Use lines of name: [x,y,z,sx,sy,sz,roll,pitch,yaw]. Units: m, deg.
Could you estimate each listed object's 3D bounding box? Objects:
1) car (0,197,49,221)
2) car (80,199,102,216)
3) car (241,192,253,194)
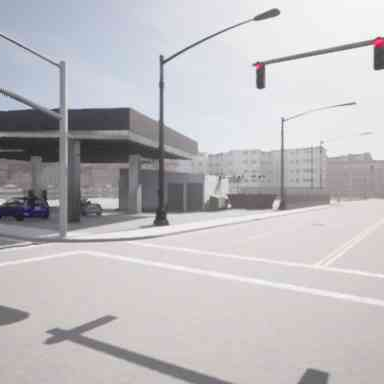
car: [-12.690,1.199,24.846,4.611,1.667,2.242,0,0,36]
car: [-9.975,1.356,29.966,3.806,1.475,1.970,0,0,36]
car: [13.744,1.066,89.284,5.566,2.045,2.150,0,0,21]
